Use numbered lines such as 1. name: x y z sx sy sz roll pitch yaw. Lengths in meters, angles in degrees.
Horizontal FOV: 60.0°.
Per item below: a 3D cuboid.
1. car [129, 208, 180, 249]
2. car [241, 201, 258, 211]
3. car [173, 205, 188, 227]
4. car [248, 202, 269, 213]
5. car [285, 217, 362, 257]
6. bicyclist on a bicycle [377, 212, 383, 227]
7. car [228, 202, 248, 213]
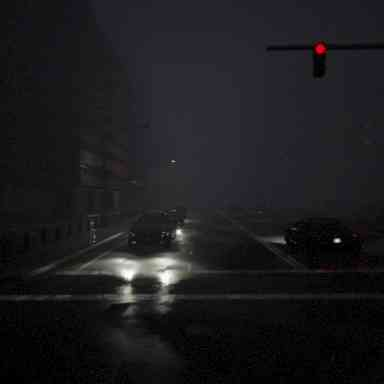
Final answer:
1. car: -1.804 1.766 16.393 1.882 1.535 5.008 -1 -1 1
2. car: 9.678 2.322 56.283 2.033 1.411 5.357 -1 -1 1
3. car: -1.582 2.006 26.314 1.994 1.385 4.181 -1 -1 1
4. car: 9.529 2.194 47.041 1.994 1.385 4.181 -1 -1 2
5. car: 5.224 1.723 13.752 1.994 1.385 4.181 -1 -1 3
6. bicyclist on a bicycle: 12.793 1.488 21.470 1.656 1.620 0.582 -1 -1 1
7. car: 6.067 2.161 46.772 2.128 1.511 4.902 -1 -1 1
